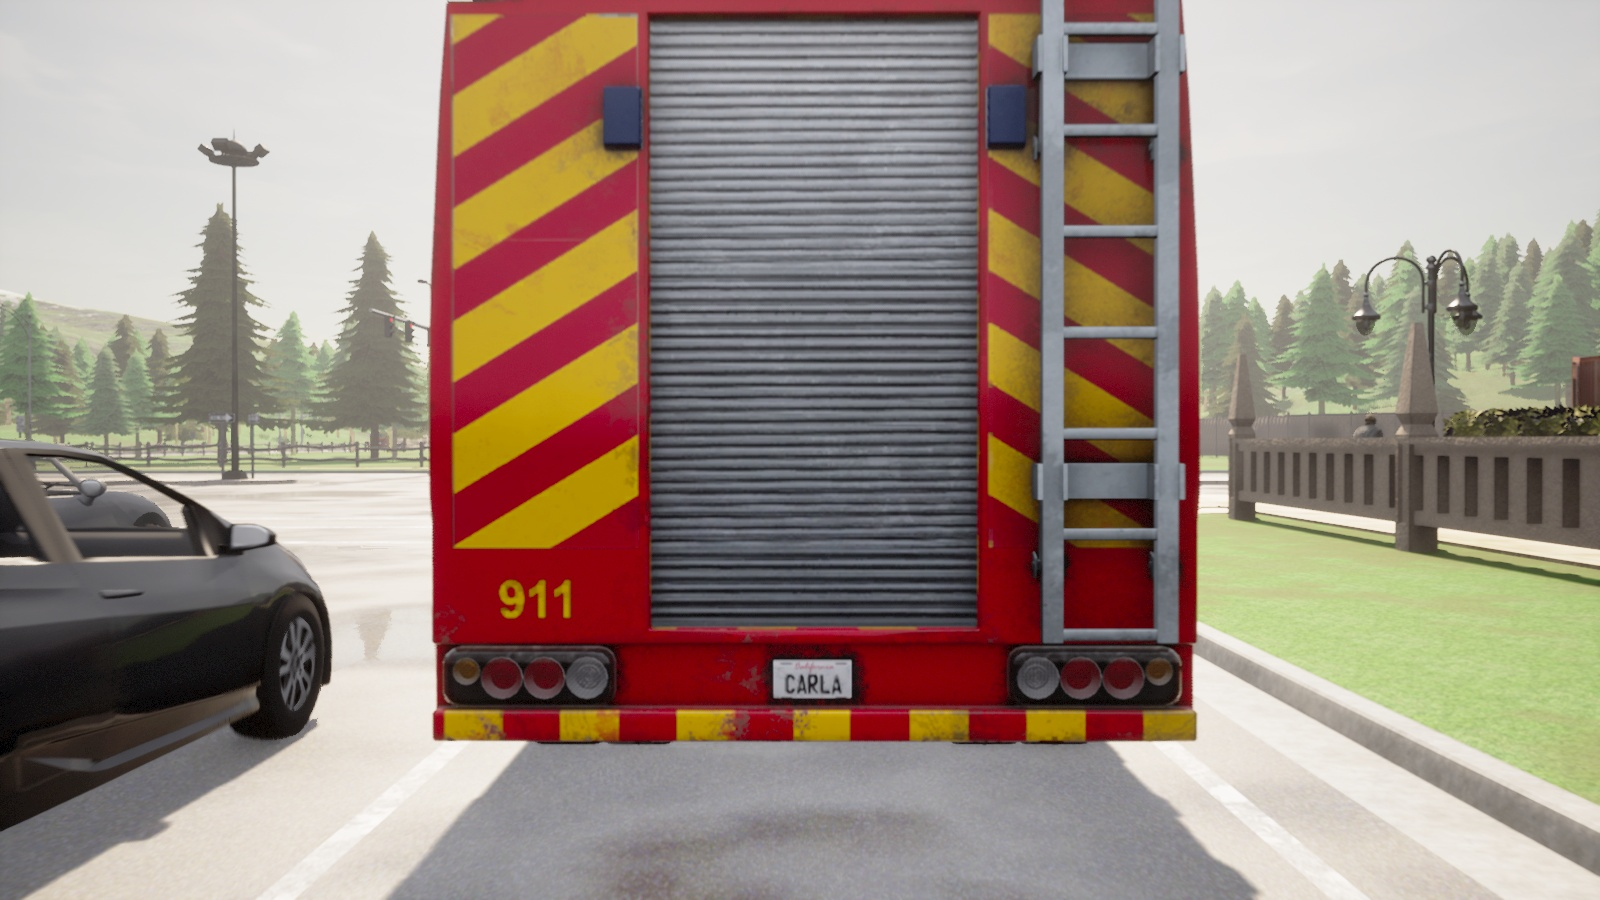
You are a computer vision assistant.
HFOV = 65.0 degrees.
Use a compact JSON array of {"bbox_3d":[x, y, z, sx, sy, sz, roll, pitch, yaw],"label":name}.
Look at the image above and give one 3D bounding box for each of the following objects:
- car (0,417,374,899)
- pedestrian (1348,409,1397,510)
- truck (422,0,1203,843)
[{"bbox_3d":[-3.457,0.653,4.939,2.007,1.525,4.514,0,0,0],"label":"car"},{"bbox_3d":[10.727,0.170,23.540,0.694,1.848,0.540,0,1,-33],"label":"pedestrian"},{"bbox_3d":[0.066,-0.485,8.892,2.891,3.827,8.468,0,0,0],"label":"truck"}]
